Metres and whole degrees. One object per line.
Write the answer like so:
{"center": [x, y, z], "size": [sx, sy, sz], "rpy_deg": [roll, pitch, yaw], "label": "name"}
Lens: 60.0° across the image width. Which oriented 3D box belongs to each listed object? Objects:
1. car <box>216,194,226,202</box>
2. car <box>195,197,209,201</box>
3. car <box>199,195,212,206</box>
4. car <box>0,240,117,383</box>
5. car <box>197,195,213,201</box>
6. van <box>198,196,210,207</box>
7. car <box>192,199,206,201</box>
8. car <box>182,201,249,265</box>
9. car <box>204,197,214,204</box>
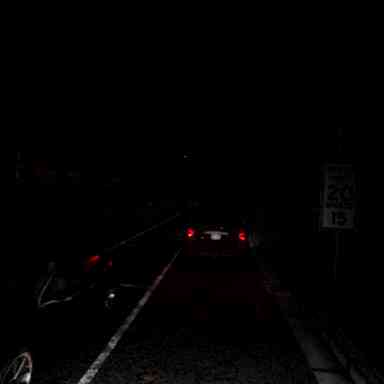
{"center": [6.735, 1.578, 78.725], "size": [2.150, 2.045, 5.566], "rpy_deg": [3, 0, 5], "label": "car"}
{"center": [0.541, 1.629, 38.276], "size": [2.008, 1.369, 4.403], "rpy_deg": [3, 0, 5], "label": "car"}
{"center": [2.505, 1.562, 60.646], "size": [2.192, 1.841, 5.009], "rpy_deg": [3, 0, 5], "label": "car"}
{"center": [-2.390, 1.452, 4.723], "size": [1.947, 1.339, 4.313], "rpy_deg": [3, 0, 5], "label": "car"}
{"center": [1.530, 1.474, 49.461], "size": [2.192, 1.841, 5.009], "rpy_deg": [3, 0, 5], "label": "car"}
{"center": [2.016, 1.543, 55.054], "size": [1.690, 1.788, 3.998], "rpy_deg": [3, 0, 5], "label": "van"}
{"center": [0.051, 1.624, 32.684], "size": [1.802, 1.307, 4.206], "rpy_deg": [3, 0, 5], "label": "car"}
{"center": [0.919, 1.408, 12.277], "size": [2.097, 1.767, 4.553], "rpy_deg": [3, 0, 5], "label": "car"}
{"center": [3.955, 1.943, 77.423], "size": [2.008, 1.369, 4.403], "rpy_deg": [3, 0, 5], "label": "car"}
